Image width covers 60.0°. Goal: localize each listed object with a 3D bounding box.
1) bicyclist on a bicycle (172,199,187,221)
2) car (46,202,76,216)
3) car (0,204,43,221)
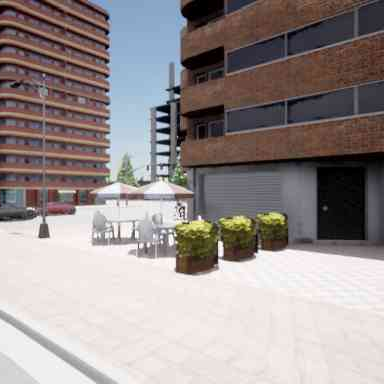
[{"bbox_3d":[-0.970,1.367,25.406,1.656,1.620,0.582,0,0,41],"label":"bicyclist on a bicycle"},{"bbox_3d":[-13.661,1.639,32.885,1.994,1.385,4.181,0,0,42],"label":"car"},{"bbox_3d":[-14.585,1.637,26.363,1.994,1.385,4.181,0,0,42],"label":"car"}]
